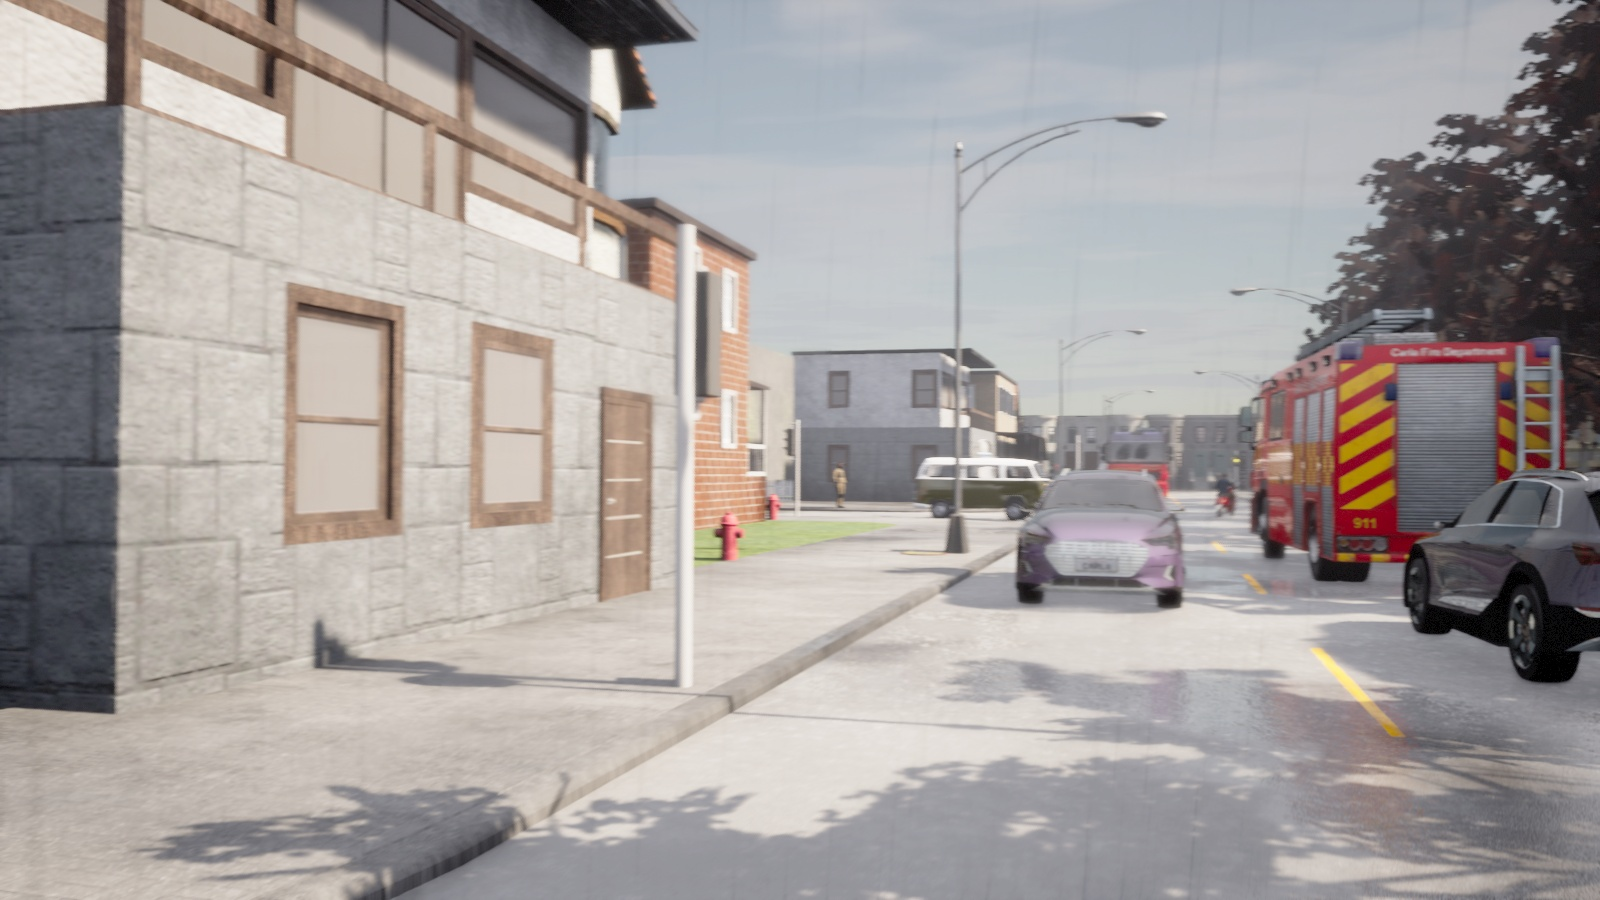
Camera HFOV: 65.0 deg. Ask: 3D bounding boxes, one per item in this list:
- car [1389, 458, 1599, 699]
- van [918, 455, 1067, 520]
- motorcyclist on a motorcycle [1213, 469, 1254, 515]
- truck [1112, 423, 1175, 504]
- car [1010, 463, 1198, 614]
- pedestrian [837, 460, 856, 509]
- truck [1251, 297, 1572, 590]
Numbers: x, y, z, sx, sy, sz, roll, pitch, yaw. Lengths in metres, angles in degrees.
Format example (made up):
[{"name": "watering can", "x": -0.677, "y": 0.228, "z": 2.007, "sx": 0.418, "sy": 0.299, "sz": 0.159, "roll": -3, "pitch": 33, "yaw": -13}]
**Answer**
[{"name": "car", "x": 6.785, "y": 0.916, "z": 10.810, "sx": 2.033, "sy": 1.649, "sz": 4.856, "roll": 0, "pitch": -1, "yaw": 12}, {"name": "van", "x": 6.341, "y": 1.224, "z": 41.302, "sx": 4.480, "sy": 2.038, "sz": 2.069, "roll": 0, "pitch": -2, "yaw": 20}, {"name": "motorcyclist on a motorcycle", "x": 15.631, "y": 1.505, "z": 45.255, "sx": 0.866, "sy": 1.590, "sz": 1.817, "roll": -3, "pitch": -3, "yaw": 36}, {"name": "truck", "x": 17.443, "y": 0.695, "z": 63.658, "sx": 2.891, "sy": 3.827, "sz": 8.468, "roll": 0, "pitch": -1, "yaw": 16}, {"name": "car", "x": 4.038, "y": 1.014, "z": 16.351, "sx": 2.033, "sy": 1.649, "sz": 4.856, "roll": 0, "pitch": -1, "yaw": 16}, {"name": "pedestrian", "x": 1.850, "y": 1.361, "z": 49.739, "sx": 0.396, "sy": 1.930, "sz": 0.692, "roll": 1, "pitch": -1, "yaw": -41}, {"name": "truck", "x": 9.572, "y": -0.014, "z": 20.840, "sx": 2.891, "sy": 3.827, "sz": 8.468, "roll": 0, "pitch": -1, "yaw": 13}]
